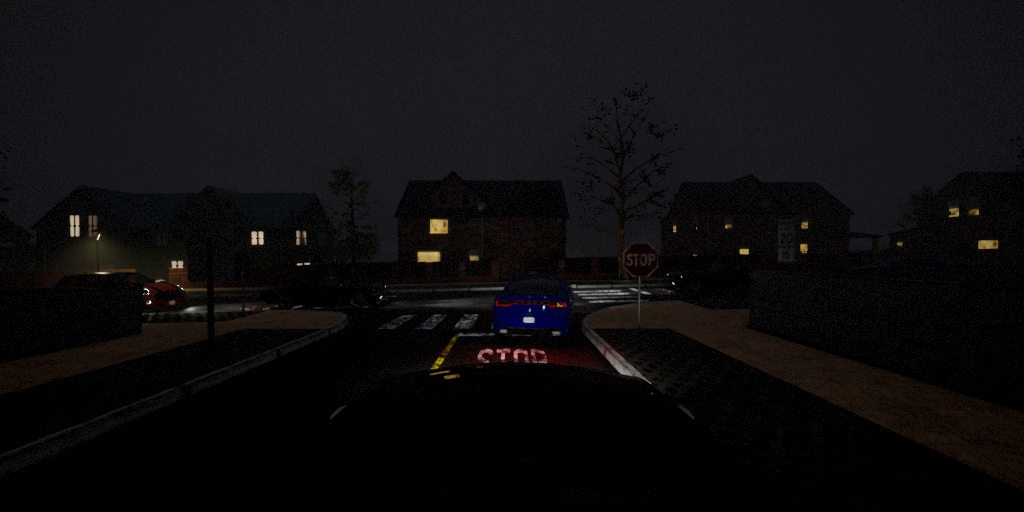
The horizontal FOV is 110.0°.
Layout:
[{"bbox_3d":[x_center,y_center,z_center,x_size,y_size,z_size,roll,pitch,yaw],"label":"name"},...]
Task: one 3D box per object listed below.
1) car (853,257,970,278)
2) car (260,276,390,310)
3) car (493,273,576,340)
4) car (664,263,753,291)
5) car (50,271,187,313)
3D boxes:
[{"bbox_3d":[20.048,0.752,18.334,5.357,1.411,2.033,-1,1,0],"label":"car"},{"bbox_3d":[-7.818,1.505,15.358,4.718,1.301,1.895,-1,1,0],"label":"car"},{"bbox_3d":[0.782,1.226,10.154,1.882,1.535,5.008,0,0,10],"label":"car"},{"bbox_3d":[10.402,1.033,18.294,4.718,1.301,1.895,-1,1,-1],"label":"car"},{"bbox_3d":[-16.806,1.470,15.346,4.553,1.767,2.097,-1,1,0],"label":"car"}]
